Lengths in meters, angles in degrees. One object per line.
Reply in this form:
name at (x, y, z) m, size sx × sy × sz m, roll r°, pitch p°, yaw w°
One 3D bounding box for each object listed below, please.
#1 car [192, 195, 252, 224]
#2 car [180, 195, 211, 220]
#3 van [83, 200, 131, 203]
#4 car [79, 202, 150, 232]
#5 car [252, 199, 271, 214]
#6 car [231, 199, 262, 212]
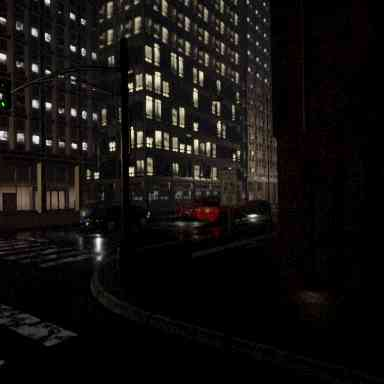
car at (2.336, 1.369, 25.148) m, size 2.097 × 1.767 × 4.553 m, roll -1°, pitch -1°, yaw 36°
car at (1.245, 1.307, 29.123) m, size 2.150 × 2.045 × 5.566 m, roll -1°, pitch -1°, yaw 36°
van at (-5.991, 1.460, 23.467) m, size 1.690 × 1.788 × 3.998 m, roll -2°, pitch -1°, yaw 36°
car at (-4.645, 1.571, 20.934) m, size 1.837 × 1.490 × 4.892 m, roll -1°, pitch -1°, yaw 33°
car at (7.250, 1.584, 37.486) m, size 1.882 × 1.535 × 5.008 m, roll -1°, pitch -1°, yaw 36°
car at (6.840, 1.689, 41.379) m, size 1.752 × 1.417 × 4.829 m, roll -2°, pitch -1°, yaw 36°
